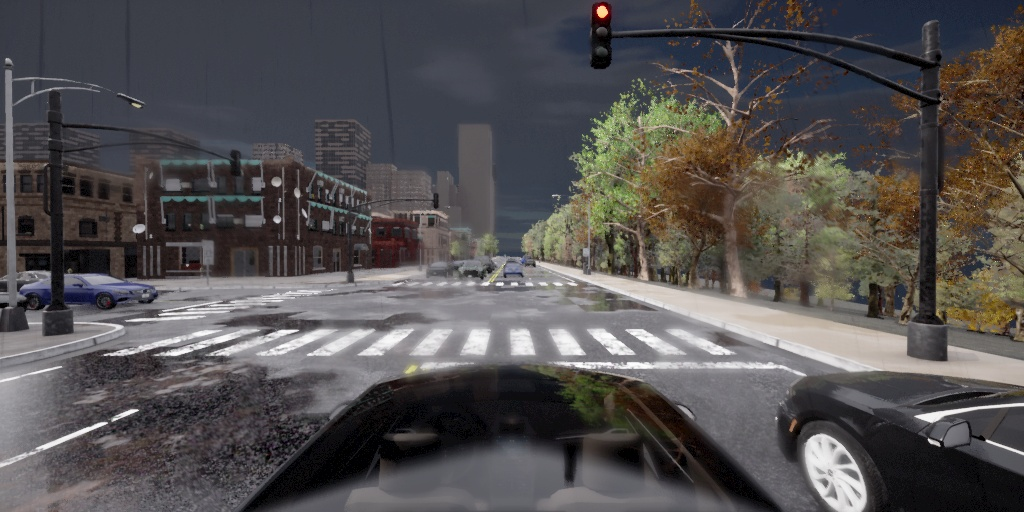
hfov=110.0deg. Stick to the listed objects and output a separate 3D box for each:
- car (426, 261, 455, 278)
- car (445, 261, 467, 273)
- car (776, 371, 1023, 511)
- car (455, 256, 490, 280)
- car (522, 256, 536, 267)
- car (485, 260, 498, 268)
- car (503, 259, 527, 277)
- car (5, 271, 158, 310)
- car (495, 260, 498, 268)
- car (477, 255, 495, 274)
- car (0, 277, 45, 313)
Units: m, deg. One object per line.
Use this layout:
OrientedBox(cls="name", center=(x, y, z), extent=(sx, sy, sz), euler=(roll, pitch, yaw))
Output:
OrientedBox(cls="car", center=(-6.664, 1.218, 33.525), extent=(1.882, 1.535, 5.008), euler=(0, 0, 0))
OrientedBox(cls="car", center=(-6.683, 1.337, 43.487), extent=(1.895, 1.301, 4.718), euler=(0, 0, 0))
OrientedBox(cls="car", center=(3.366, 1.255, 1.263), extent=(1.837, 1.490, 4.892), euler=(0, 0, -2))
OrientedBox(cls="car", center=(-3.413, 1.093, 31.699), extent=(2.097, 1.767, 4.553), euler=(0, 0, 0))
OrientedBox(cls="car", center=(3.203, 1.231, 63.662), extent=(1.837, 1.490, 4.892), euler=(0, 0, 0))
OrientedBox(cls="car", center=(-3.449, 1.329, 61.065), extent=(1.895, 1.301, 4.718), euler=(0, 0, 1))
OrientedBox(cls="car", center=(0.090, 1.286, 35.620), extent=(2.033, 1.411, 5.357), euler=(0, 0, -1))
OrientedBox(cls="car", center=(-18.095, 1.475, 15.378), extent=(4.674, 1.442, 1.812), euler=(-1, 1, -1))
OrientedBox(cls="car", center=(-3.457, 1.296, 50.784), extent=(1.994, 1.385, 4.181), euler=(0, 0, 0))
OrientedBox(cls="car", center=(-3.435, 0.958, 41.278), extent=(2.150, 2.045, 5.566), euler=(0, 0, 0))
OrientedBox(cls="car", center=(-19.973, 1.565, 12.639), extent=(4.313, 1.339, 1.948), euler=(0, 0, 0))
